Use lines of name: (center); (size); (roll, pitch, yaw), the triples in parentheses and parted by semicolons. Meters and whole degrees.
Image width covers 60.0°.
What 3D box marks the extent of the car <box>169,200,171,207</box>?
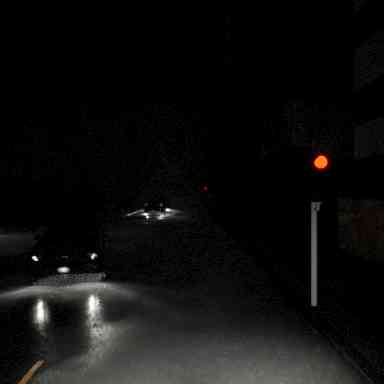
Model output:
car: (-4.103, 1.601, 47.674); (1.895, 1.301, 4.718); (0, 0, 0)

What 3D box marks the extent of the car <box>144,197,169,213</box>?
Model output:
car: (-4.117, 1.352, 37.612); (2.097, 1.767, 4.553); (0, 0, 0)

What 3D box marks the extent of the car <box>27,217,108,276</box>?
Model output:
car: (-3.779, 1.547, 10.821); (2.033, 1.411, 5.357); (0, 0, -13)
